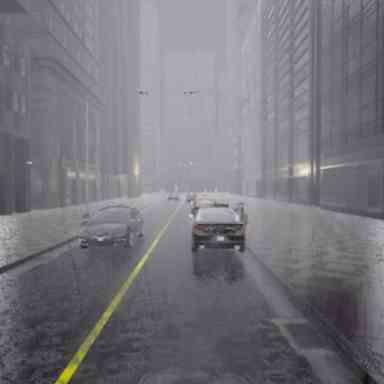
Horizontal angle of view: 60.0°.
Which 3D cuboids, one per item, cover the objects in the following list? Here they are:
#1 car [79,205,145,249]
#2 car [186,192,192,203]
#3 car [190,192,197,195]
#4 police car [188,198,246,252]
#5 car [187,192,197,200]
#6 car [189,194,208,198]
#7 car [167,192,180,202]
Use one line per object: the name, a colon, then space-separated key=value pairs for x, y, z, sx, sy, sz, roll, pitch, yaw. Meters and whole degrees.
car: x=-3.098 y=1.325 z=13.682 sx=1.837 sy=1.490 sz=4.892 roll=0 pitch=1 yaw=0
car: x=0.009 y=0.951 z=49.895 sx=1.895 sy=1.301 sz=4.718 roll=0 pitch=1 yaw=0
car: x=0.902 y=1.073 z=29.257 sx=1.801 sy=1.575 sz=5.366 roll=0 pitch=1 yaw=0
police car: x=0.901 y=1.252 z=13.177 sx=1.930 sy=1.638 sz=5.238 roll=0 pitch=1 yaw=0
car: x=0.006 y=0.694 z=64.291 sx=1.812 sy=1.442 sz=4.674 roll=0 pitch=1 yaw=0
car: x=0.901 y=1.176 z=23.068 sx=1.882 sy=1.535 sz=5.008 roll=0 pitch=1 yaw=0
car: x=-3.044 y=0.755 z=55.579 sx=1.882 sy=1.535 sz=5.008 roll=0 pitch=1 yaw=0
